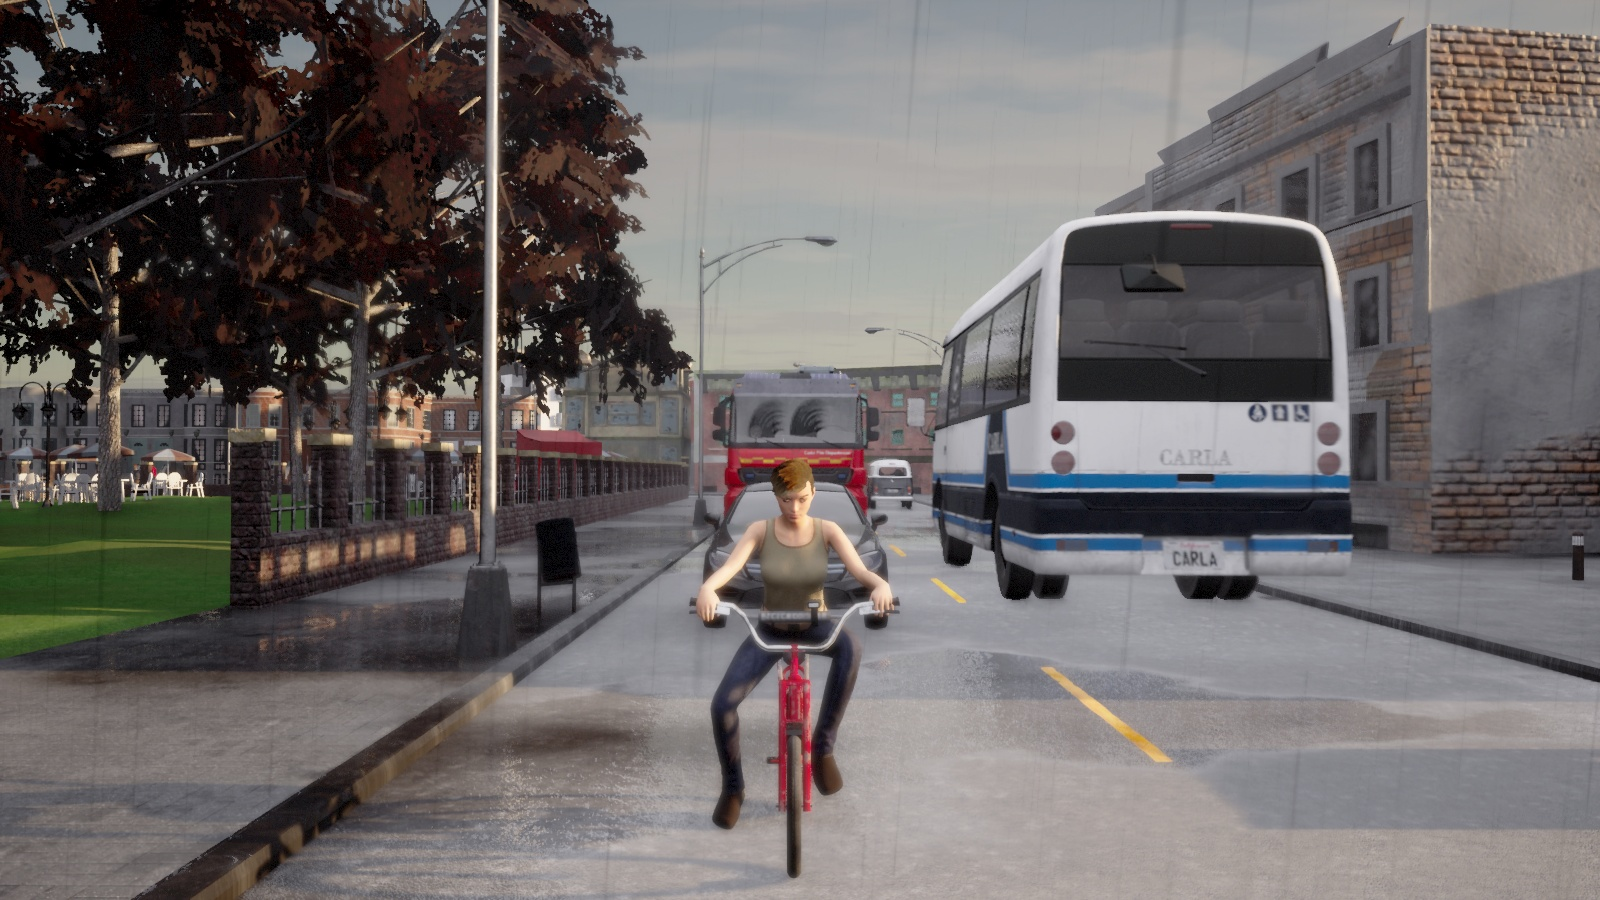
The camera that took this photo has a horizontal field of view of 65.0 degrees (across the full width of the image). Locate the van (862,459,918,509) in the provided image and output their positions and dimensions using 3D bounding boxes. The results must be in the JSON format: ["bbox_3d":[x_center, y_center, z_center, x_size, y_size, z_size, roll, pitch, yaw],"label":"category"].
[{"bbox_3d":[3.800,1.421,53.631,2.069,2.038,4.480,0,-1,0],"label":"van"}]

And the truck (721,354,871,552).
[{"bbox_3d":[-0.099,0.130,28.608,2.891,3.827,8.468,0,-1,0],"label":"truck"}]

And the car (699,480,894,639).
[{"bbox_3d":[-0.041,1.076,14.025,1.812,1.442,4.674,0,-1,0],"label":"car"}]

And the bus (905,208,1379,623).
[{"bbox_3d":[3.942,-0.275,18.053,3.944,4.253,10.273,0,-1,0],"label":"bus"}]

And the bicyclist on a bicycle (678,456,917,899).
[{"bbox_3d":[-0.018,0.841,5.330,0.866,1.612,1.509,0,-1,-1],"label":"bicyclist on a bicycle"}]
